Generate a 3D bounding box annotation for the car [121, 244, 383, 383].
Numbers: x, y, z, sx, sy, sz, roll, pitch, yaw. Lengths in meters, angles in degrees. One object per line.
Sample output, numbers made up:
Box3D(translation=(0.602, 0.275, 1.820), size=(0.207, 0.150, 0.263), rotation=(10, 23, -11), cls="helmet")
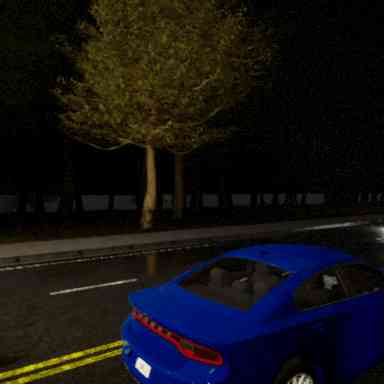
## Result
Box3D(translation=(1.554, 1.478, 4.556), size=(5.008, 1.535, 1.882), rotation=(0, 0, -36), cls="car")
